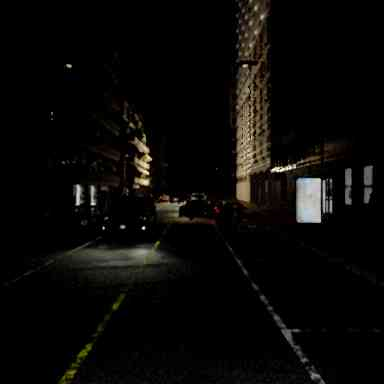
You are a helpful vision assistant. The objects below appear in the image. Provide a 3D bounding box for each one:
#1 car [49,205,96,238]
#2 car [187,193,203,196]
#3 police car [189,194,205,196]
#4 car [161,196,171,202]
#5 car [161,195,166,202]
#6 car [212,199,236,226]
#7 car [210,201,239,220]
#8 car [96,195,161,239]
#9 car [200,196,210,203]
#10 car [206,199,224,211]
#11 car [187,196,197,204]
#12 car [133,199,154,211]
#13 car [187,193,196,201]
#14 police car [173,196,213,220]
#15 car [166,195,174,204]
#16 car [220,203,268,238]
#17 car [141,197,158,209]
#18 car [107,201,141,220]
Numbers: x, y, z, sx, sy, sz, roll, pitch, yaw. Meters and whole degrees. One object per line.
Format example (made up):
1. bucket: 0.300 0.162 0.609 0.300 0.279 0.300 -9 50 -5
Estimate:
1. car: -5.694 1.417 17.061 1.967 1.590 4.097 0 0 0
2. car: 0.664 1.170 43.895 2.150 2.045 5.566 0 0 -4
3. police car: 0.895 1.378 37.980 1.930 1.638 5.238 0 0 0
4. car: -5.702 1.509 73.546 1.802 1.307 4.206 0 0 0
5. car: -5.701 1.370 67.898 1.967 1.590 4.097 0 0 0
6. car: 2.686 1.410 22.710 1.967 1.590 4.097 0 0 0
7. car: 2.685 1.513 28.360 2.008 1.369 4.403 0 0 0
8. car: -3.103 1.198 17.641 2.150 2.045 5.566 0 0 0
9. car: 2.679 1.475 67.899 1.887 1.381 4.507 0 0 0
10. car: 2.684 1.517 39.657 1.947 1.339 4.313 0 0 0
11. car: -0.009 1.438 62.589 1.837 1.490 4.892 0 0 0
12. car: -5.697 1.517 39.655 1.947 1.339 4.313 0 0 0
13. car: -0.012 1.154 79.601 2.097 1.767 4.553 0 0 0
14. police car: 0.243 1.388 27.857 1.930 1.638 5.238 0 0 -18
15. car: -3.042 1.483 59.817 2.033 1.411 5.357 0 0 1
16. car: 2.687 1.502 17.233 1.752 1.417 4.829 0 0 0
17. car: -5.698 1.471 45.134 1.752 1.417 4.829 0 0 0
18. car: -5.695 1.513 28.358 2.008 1.369 4.403 0 0 0
